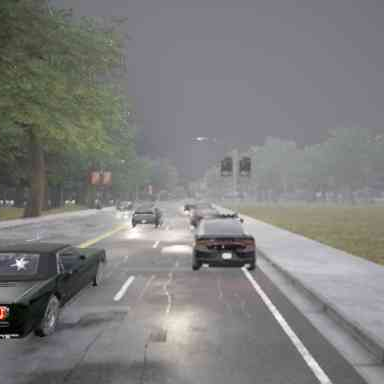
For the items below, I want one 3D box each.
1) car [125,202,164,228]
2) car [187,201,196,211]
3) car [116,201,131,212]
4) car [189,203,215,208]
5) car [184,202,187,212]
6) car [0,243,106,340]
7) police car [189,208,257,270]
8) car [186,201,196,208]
[{"bbox_3d":[-3.226,1.784,24.648,2.128,1.511,4.902,0,-1,0],"label":"car"},{"bbox_3d":[0.890,1.677,27.494,2.097,1.767,4.553,0,-1,0],"label":"car"},{"bbox_3d":[-9.995,2.118,49.722,2.128,1.511,4.902,0,-1,0],"label":"car"},{"bbox_3d":[0.909,1.732,21.522,1.882,1.535,5.008,0,-1,0],"label":"car"},{"bbox_3d":[-0.117,2.077,48.062,1.882,1.535,5.008,0,-1,0],"label":"car"},{"bbox_3d":[-3.168,1.681,6.722,1.895,1.301,4.718,0,-1,0],"label":"car"},{"bbox_3d":[0.941,1.562,11.633,1.930,1.638,5.238,0,-1,0],"label":"police car"},{"bbox_3d":[-0.201,2.399,64.267,1.994,1.385,4.181,0,-1,0],"label":"car"}]
